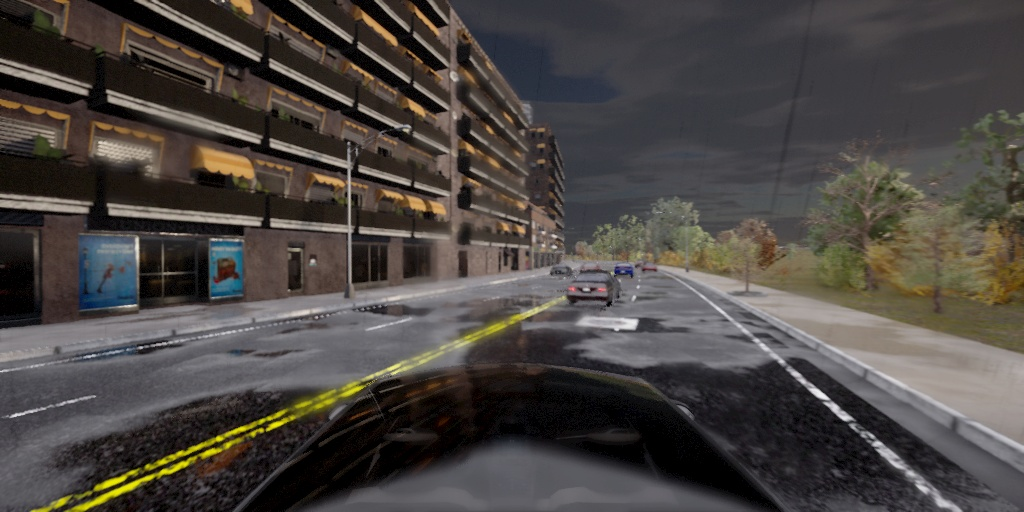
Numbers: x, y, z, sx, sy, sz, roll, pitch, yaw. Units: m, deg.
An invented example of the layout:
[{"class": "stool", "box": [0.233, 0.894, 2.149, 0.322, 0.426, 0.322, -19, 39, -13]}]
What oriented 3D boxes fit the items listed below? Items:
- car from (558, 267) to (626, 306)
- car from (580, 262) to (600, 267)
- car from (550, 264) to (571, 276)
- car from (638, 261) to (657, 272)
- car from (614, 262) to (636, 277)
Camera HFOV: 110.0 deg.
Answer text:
[{"class": "car", "box": [3.867, 1.390, 16.474, 2.033, 1.411, 5.357, 0, 0, 22]}, {"class": "car", "box": [8.605, 1.464, 39.235, 1.882, 1.535, 5.008, 0, 0, 19]}, {"class": "car", "box": [5.602, 1.574, 40.505, 1.994, 1.385, 4.181, 0, 0, 19]}, {"class": "car", "box": [19.659, 1.578, 51.426, 1.994, 1.385, 4.181, 0, 0, 17]}, {"class": "car", "box": [12.014, 1.442, 38.517, 1.882, 1.535, 5.008, 0, -1, 19]}]
